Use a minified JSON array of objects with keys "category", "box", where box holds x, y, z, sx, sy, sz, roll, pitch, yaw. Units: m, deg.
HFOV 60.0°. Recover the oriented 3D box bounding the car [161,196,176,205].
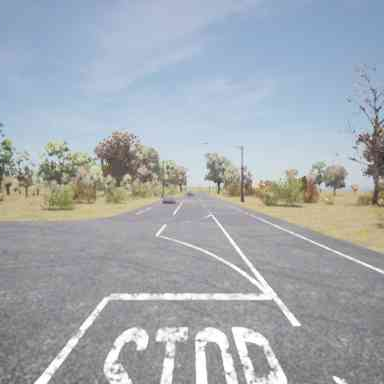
[{"category":"car","box":[-3.477,1.256,50.422,1.994,1.385,4.181,0,0,0]}]
